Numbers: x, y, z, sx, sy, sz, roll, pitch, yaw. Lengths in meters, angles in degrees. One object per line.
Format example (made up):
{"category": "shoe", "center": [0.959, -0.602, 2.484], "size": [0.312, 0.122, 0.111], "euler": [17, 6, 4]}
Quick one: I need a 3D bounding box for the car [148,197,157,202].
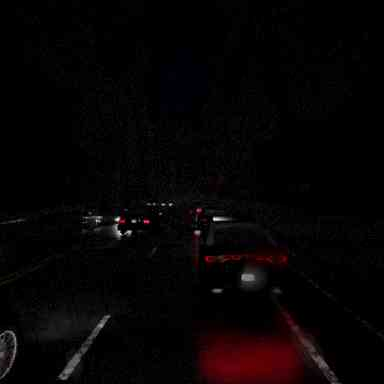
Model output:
{"category": "car", "center": [-8.872, 1.840, 74.752], "size": [2.033, 1.411, 5.357], "euler": [0, 0, 1]}

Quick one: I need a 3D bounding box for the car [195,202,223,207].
{"category": "car", "center": [1.211, 1.534, 18.808], "size": [1.812, 1.442, 4.674], "euler": [0, 0, 1]}

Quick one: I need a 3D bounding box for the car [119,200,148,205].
{"category": "car", "center": [-6.191, 1.564, 33.802], "size": [2.128, 1.511, 4.902], "euler": [0, 0, 1]}

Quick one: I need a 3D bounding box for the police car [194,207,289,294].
{"category": "police car", "center": [1.097, 1.425, 8.917], "size": [1.930, 1.638, 5.238], "euler": [0, 0, 1]}

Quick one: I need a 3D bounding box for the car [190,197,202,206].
{"category": "car", "center": [0.718, 1.705, 60.664], "size": [2.128, 1.511, 4.902], "euler": [0, 0, 1]}

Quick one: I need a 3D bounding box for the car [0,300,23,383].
{"category": "car", "center": [-3.104, 1.526, 2.357], "size": [1.812, 1.442, 4.674], "euler": [0, 0, 1]}

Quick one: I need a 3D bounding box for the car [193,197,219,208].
{"category": "car", "center": [1.279, 1.379, 24.780], "size": [2.097, 1.767, 4.553], "euler": [0, 0, 1]}

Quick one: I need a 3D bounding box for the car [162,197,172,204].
{"category": "car", "center": [-5.617, 1.780, 75.131], "size": [1.882, 1.535, 5.008], "euler": [0, 0, 1]}

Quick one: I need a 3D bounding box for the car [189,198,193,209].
{"category": "car", "center": [0.584, 1.663, 46.438], "size": [1.812, 1.442, 4.674], "euler": [0, 0, 1]}

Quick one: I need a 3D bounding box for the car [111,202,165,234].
{"category": "car", "center": [-2.907, 1.556, 19.371], "size": [2.033, 1.411, 5.357], "euler": [0, 0, 1]}

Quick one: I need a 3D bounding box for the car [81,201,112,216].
{"category": "car", "center": [-9.448, 1.618, 33.509], "size": [2.033, 1.411, 5.357], "euler": [0, 0, 1]}
